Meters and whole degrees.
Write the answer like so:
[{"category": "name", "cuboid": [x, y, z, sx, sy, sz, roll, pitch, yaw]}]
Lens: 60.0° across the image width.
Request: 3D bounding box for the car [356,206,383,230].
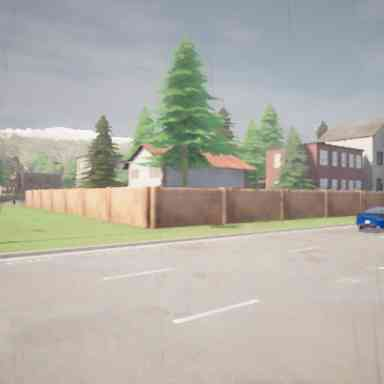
[{"category": "car", "cuboid": [12.455, 1.642, 21.221, 5.008, 1.535, 1.882, 0, 0, -35]}]
